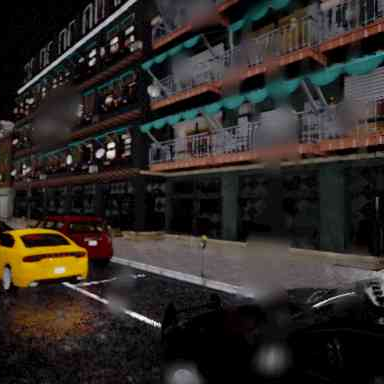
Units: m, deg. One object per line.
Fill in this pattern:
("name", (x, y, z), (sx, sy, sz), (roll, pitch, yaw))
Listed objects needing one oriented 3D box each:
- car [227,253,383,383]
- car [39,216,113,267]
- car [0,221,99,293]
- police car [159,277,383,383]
("car", (2.805, 1.827, 4.436), (2.008, 1.369, 4.403), (4, -4, -43))
("car", (-4.894, 1.812, 12.674), (2.192, 1.841, 5.009), (4, -4, -43))
("car", (-4.992, 1.857, 10.147), (1.882, 1.535, 5.008), (4, -4, -43))
("police car", (1.664, 1.603, 2.843), (1.930, 1.638, 5.238), (3, -3, -43))
